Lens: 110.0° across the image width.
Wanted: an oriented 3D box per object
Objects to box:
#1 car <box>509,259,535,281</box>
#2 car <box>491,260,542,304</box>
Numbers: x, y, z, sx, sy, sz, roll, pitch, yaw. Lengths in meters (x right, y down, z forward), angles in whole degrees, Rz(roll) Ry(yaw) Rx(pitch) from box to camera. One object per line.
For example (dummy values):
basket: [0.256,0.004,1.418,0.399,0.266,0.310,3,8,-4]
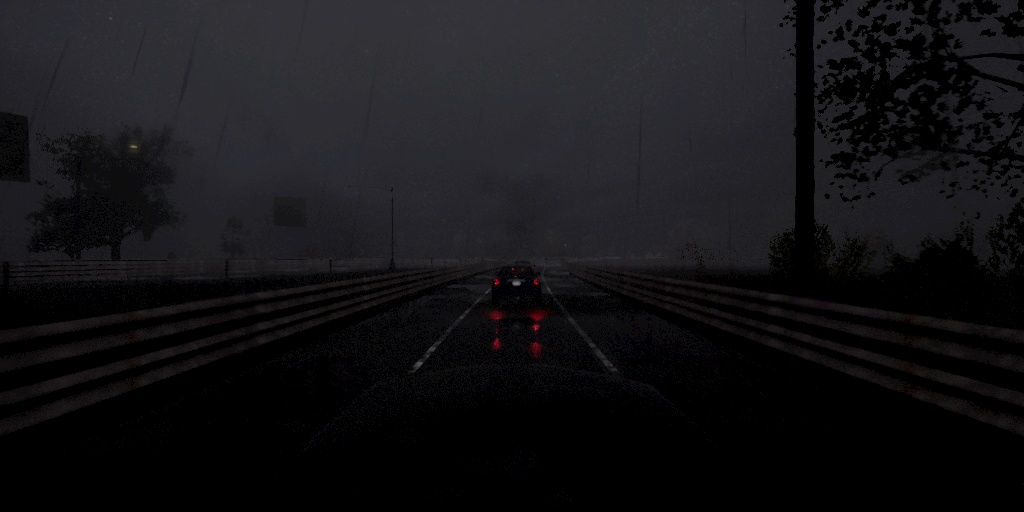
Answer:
car: [0.995,1.119,31.324,2.097,1.767,4.553,0,0,4]
car: [0.248,1.117,16.402,2.097,1.767,4.553,0,0,2]
